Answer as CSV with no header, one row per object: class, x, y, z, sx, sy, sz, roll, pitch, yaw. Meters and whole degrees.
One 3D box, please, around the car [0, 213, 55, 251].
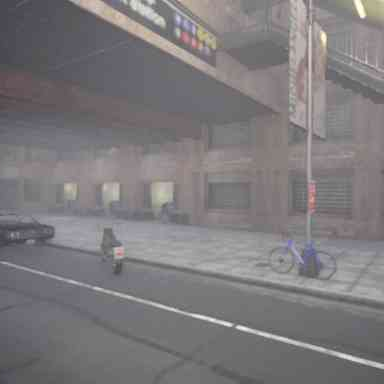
car,-7.611,1.480,13.263,4.718,1.301,1.895,1,0,35
